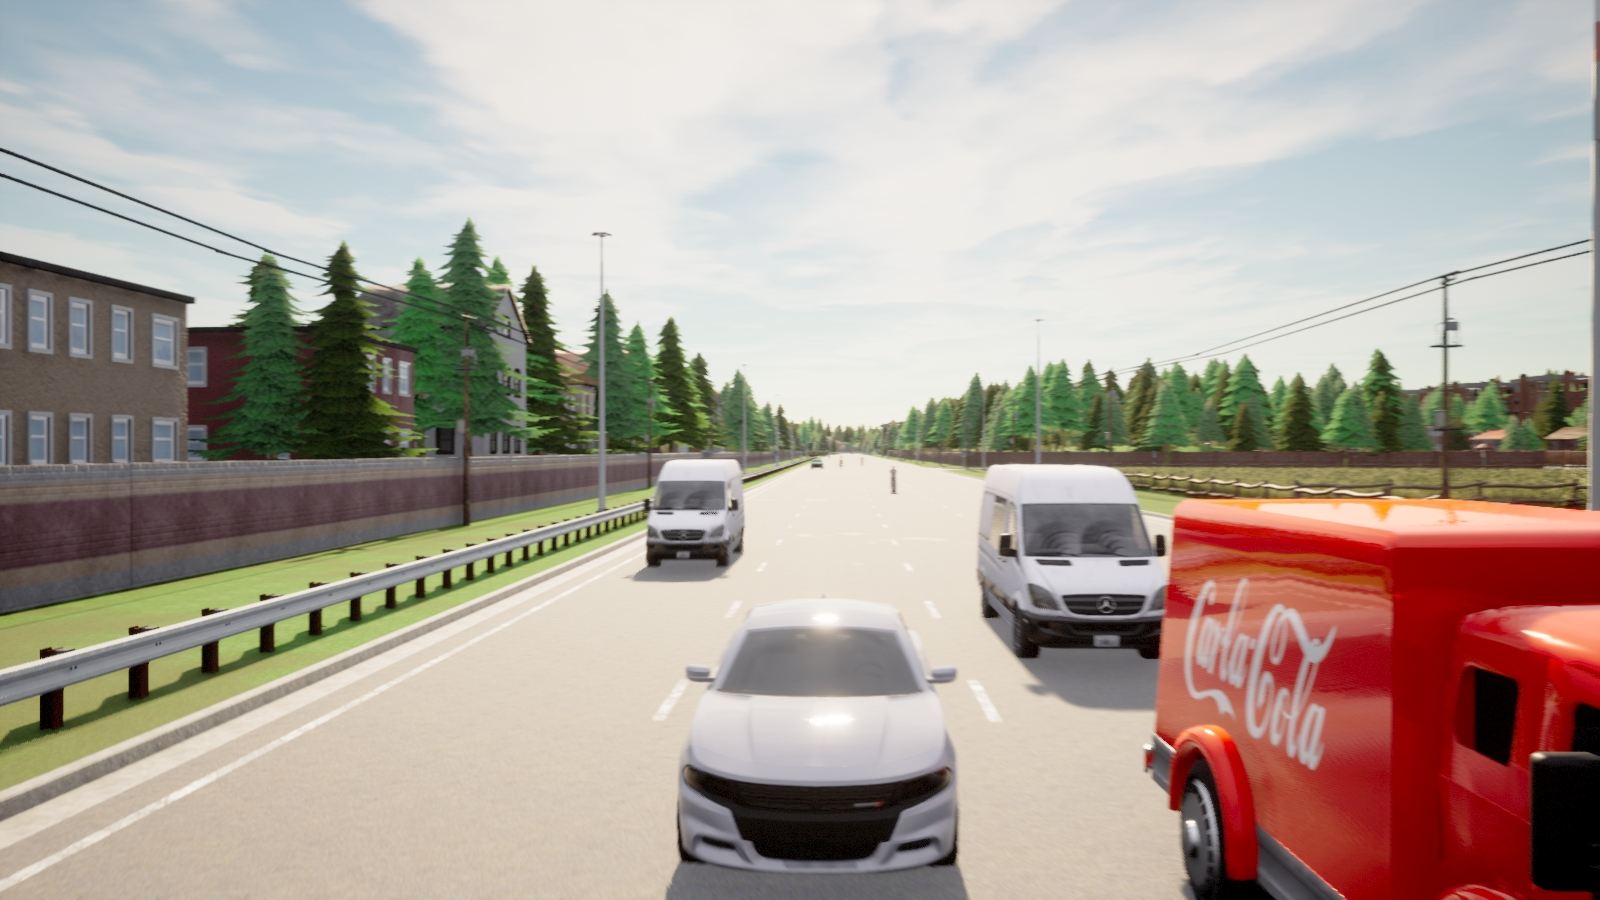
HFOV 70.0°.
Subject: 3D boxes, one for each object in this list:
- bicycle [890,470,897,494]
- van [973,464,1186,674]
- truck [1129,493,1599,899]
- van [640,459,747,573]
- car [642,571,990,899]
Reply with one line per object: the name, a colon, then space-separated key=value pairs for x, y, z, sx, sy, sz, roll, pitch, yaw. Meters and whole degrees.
bicycle: x=6.061 y=2.061 z=74.031 sx=0.373 sy=1.496 sz=1.643 roll=0 pitch=0 yaw=2
van: x=3.974 y=1.533 z=17.368 sx=1.988 sy=2.561 sz=5.915 roll=0 pitch=0 yaw=2
truck: x=3.587 y=1.560 z=5.629 sx=2.627 sy=2.467 sz=5.204 roll=0 pitch=0 yaw=2
van: x=-2.594 y=1.543 z=29.287 sx=1.988 sy=2.561 sz=5.915 roll=0 pitch=0 yaw=2
car: x=0.184 y=2.036 z=9.396 sx=2.097 sy=1.535 sz=5.006 roll=0 pitch=0 yaw=2
